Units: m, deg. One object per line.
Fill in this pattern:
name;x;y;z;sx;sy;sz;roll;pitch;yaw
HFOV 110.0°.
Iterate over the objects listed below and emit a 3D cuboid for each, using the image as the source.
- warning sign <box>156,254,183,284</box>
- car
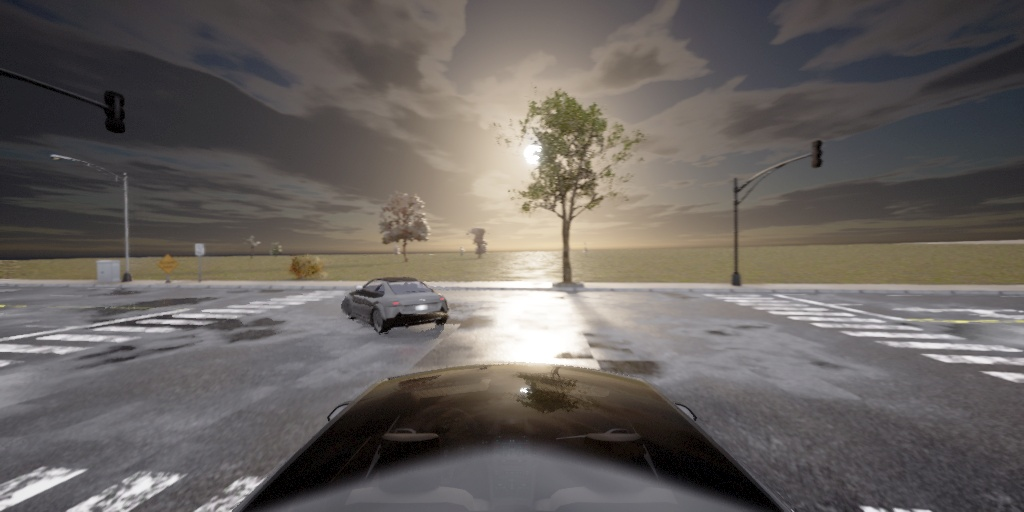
warning sign;-21.497;0.803;22.425;1.060;1.860;1.300;0;0;7
car;-3.640;1.316;10.928;1.994;1.385;4.181;-1;1;-39
